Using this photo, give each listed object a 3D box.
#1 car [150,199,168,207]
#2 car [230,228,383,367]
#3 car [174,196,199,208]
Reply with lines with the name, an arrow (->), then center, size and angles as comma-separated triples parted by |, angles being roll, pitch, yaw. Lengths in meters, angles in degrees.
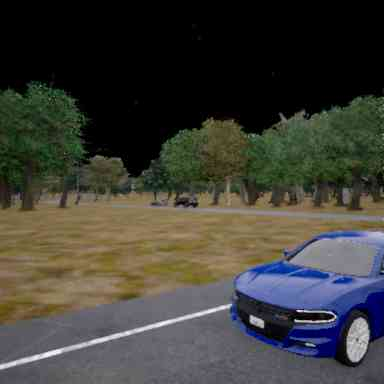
car -> -6.658, 2.249, 66.711 | 2.128, 1.511, 4.902 | 2, -2, -34
car -> 2.906, 1.474, 5.941 | 5.008, 1.535, 1.882 | 0, 0, -36
car -> -1.038, 1.820, 58.572 | 2.150, 2.045, 5.566 | 2, -2, -34
